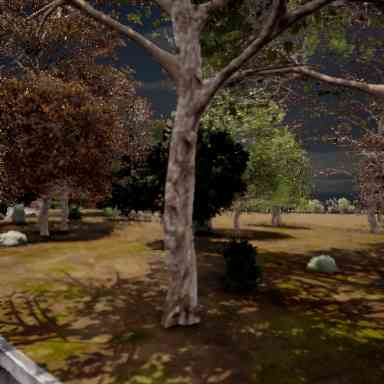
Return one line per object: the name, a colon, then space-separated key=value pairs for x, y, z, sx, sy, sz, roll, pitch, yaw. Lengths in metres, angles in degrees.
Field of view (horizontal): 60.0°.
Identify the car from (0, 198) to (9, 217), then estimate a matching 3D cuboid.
car: x=-17.392 y=1.250 z=28.291 sx=2.150 sy=2.045 sz=5.566 roll=0 pitch=0 yaw=-14
